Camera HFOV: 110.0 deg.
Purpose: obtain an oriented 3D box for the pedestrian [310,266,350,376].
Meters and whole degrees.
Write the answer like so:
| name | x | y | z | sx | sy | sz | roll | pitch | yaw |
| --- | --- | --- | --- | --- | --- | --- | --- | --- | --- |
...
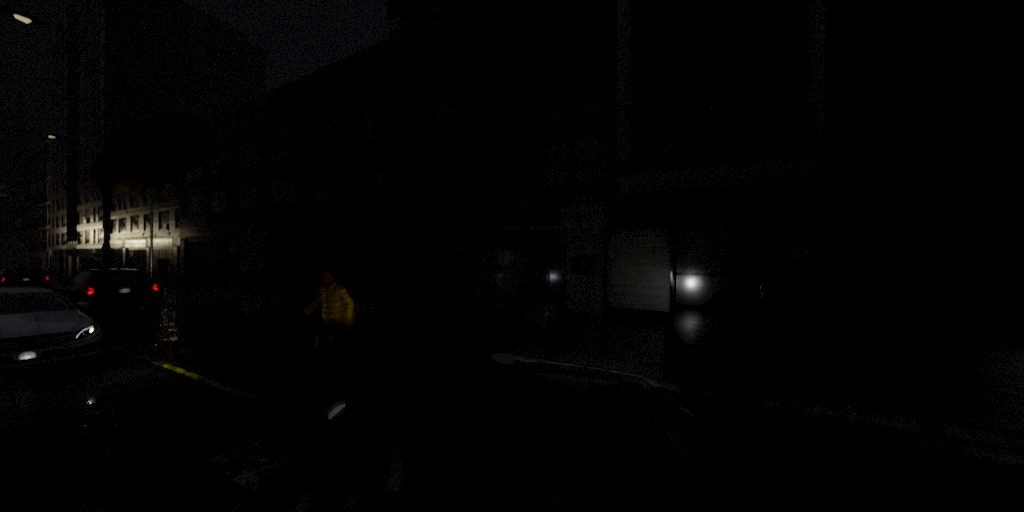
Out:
| name | x | y | z | sx | sy | sz | roll | pitch | yaw |
| --- | --- | --- | --- | --- | --- | --- | --- | --- | --- |
| pedestrian | -3.020 | 1.070 | 5.959 | 0.375 | 1.860 | 0.375 | 0 | 1 | 30 |

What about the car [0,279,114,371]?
| name | x | y | z | sx | sy | sz | roll | pitch | yaw |
| --- | --- | --- | --- | --- | --- | --- | --- | --- | --- |
| car | -9.779 | 1.343 | 6.924 | 4.674 | 1.442 | 1.812 | -1 | 0 | 30 |

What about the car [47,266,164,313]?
| name | x | y | z | sx | sy | sz | roll | pitch | yaw |
| --- | --- | --- | --- | --- | --- | --- | --- | --- | --- |
| car | -15.230 | 1.253 | 13.495 | 4.553 | 1.767 | 2.097 | -1 | -1 | 30 |

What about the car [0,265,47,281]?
| name | x | y | z | sx | sy | sz | roll | pitch | yaw |
| --- | --- | --- | --- | --- | --- | --- | --- | --- | --- |
| car | -31.208 | 1.477 | 22.763 | 4.553 | 1.767 | 2.097 | -1 | -1 | 30 |
